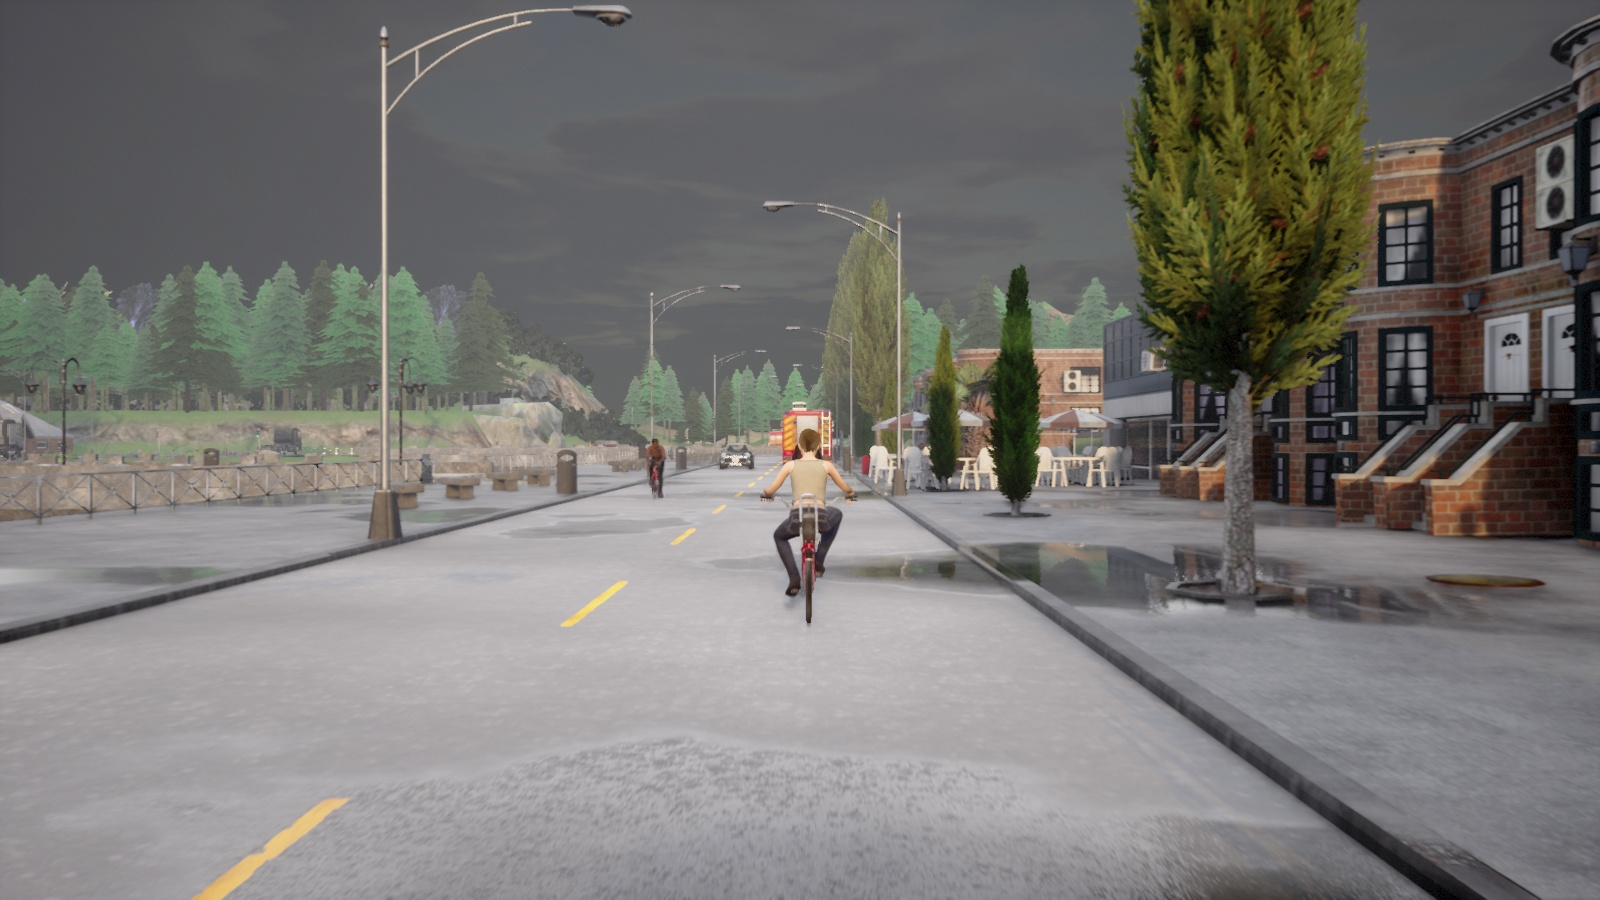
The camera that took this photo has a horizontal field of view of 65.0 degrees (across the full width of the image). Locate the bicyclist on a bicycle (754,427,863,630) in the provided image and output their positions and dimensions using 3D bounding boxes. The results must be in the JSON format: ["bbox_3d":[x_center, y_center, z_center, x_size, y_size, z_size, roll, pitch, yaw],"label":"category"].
[{"bbox_3d":[0.075,0.622,10.775,0.866,1.612,1.509,0,0,0],"label":"bicyclist on a bicycle"}]

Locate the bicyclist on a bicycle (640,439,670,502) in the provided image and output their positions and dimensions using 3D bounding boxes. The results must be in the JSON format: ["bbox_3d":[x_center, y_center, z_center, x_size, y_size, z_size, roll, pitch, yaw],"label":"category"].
[{"bbox_3d":[-3.802,0.511,32.931,0.582,1.620,1.656,0,1,0],"label":"bicyclist on a bicycle"}]

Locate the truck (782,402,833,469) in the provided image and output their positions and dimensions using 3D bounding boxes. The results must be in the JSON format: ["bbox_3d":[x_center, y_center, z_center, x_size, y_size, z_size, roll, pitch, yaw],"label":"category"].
[{"bbox_3d":[0.432,-0.841,75.173,2.891,3.827,8.468,0,0,0],"label":"truck"}]

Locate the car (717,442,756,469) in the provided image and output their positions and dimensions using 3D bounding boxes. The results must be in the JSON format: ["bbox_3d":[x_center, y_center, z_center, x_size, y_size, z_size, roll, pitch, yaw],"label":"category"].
[{"bbox_3d":[-3.589,0.306,71.513,1.970,1.475,3.806,0,0,0],"label":"car"}]
